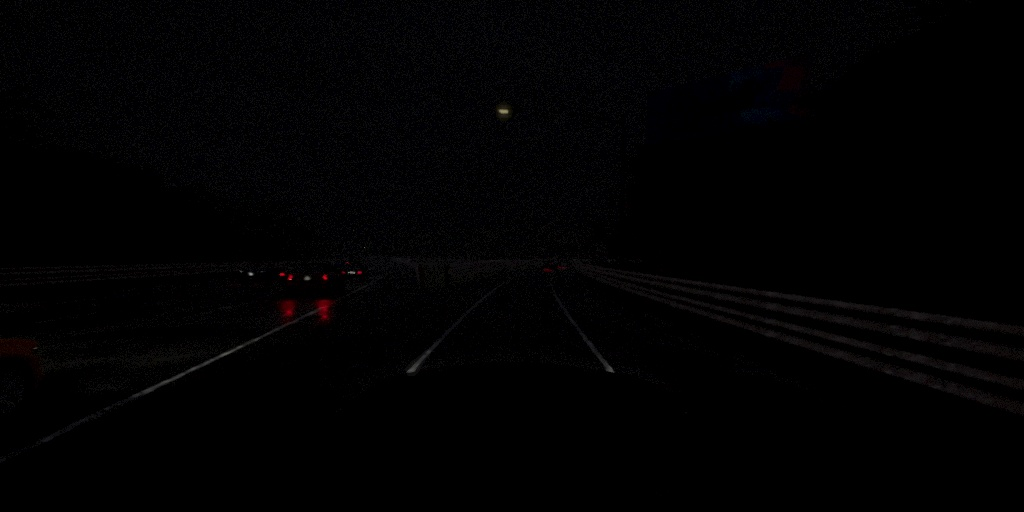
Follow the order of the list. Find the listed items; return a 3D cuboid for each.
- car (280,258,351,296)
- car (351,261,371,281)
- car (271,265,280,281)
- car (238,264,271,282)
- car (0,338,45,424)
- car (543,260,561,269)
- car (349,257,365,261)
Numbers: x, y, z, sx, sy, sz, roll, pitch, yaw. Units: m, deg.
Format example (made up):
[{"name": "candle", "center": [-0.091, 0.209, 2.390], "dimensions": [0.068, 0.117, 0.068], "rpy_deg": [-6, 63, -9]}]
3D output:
[{"name": "car", "center": [-10.605, 1.137, 19.760], "dimensions": [2.097, 1.767, 4.553], "rpy_deg": [1, 0, -14]}, {"name": "car", "center": [-13.621, 1.409, 31.427], "dimensions": [2.033, 1.411, 5.357], "rpy_deg": [1, -1, -15]}, {"name": "car", "center": [-16.106, 1.354, 27.566], "dimensions": [2.033, 1.411, 5.357], "rpy_deg": [1, -1, -15]}, {"name": "car", "center": [-20.077, 1.351, 28.840], "dimensions": [1.994, 1.385, 4.181], "rpy_deg": [1, -1, -15]}, {"name": "car", "center": [-6.457, 1.173, 2.386], "dimensions": [1.882, 1.535, 5.008], "rpy_deg": [1, 0, -13]}, {"name": "car", "center": [6.214, 1.321, 57.504], "dimensions": [1.837, 1.490, 4.892], "rpy_deg": [1, 0, 16]}, {"name": "car", "center": [-23.494, 1.224, 53.930], "dimensions": [2.150, 2.045, 5.566], "rpy_deg": [1, 0, -17]}]
